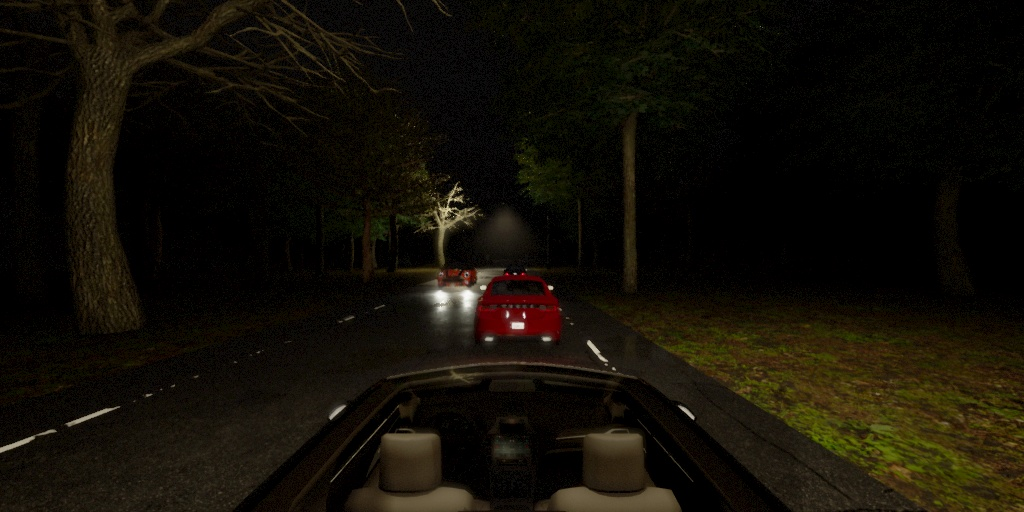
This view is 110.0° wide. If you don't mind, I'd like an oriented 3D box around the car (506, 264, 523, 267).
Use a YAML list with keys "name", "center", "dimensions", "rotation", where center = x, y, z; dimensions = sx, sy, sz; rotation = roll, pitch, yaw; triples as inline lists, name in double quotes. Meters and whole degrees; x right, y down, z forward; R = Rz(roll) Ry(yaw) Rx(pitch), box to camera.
- name: "car"
  center: [0.209, 1.350, 28.294]
  dimensions: [2.033, 1.411, 5.357]
  rotation: [0, 0, 0]

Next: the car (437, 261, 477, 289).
- name: "car"
  center: [-3.514, 1.138, 23.576]
  dimensions: [2.097, 1.767, 4.553]
  rotation: [0, 0, 0]

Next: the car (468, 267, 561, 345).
- name: "car"
  center: [0.130, 1.234, 9.559]
  dimensions: [1.882, 1.535, 5.008]
  rotation: [0, 0, 0]
